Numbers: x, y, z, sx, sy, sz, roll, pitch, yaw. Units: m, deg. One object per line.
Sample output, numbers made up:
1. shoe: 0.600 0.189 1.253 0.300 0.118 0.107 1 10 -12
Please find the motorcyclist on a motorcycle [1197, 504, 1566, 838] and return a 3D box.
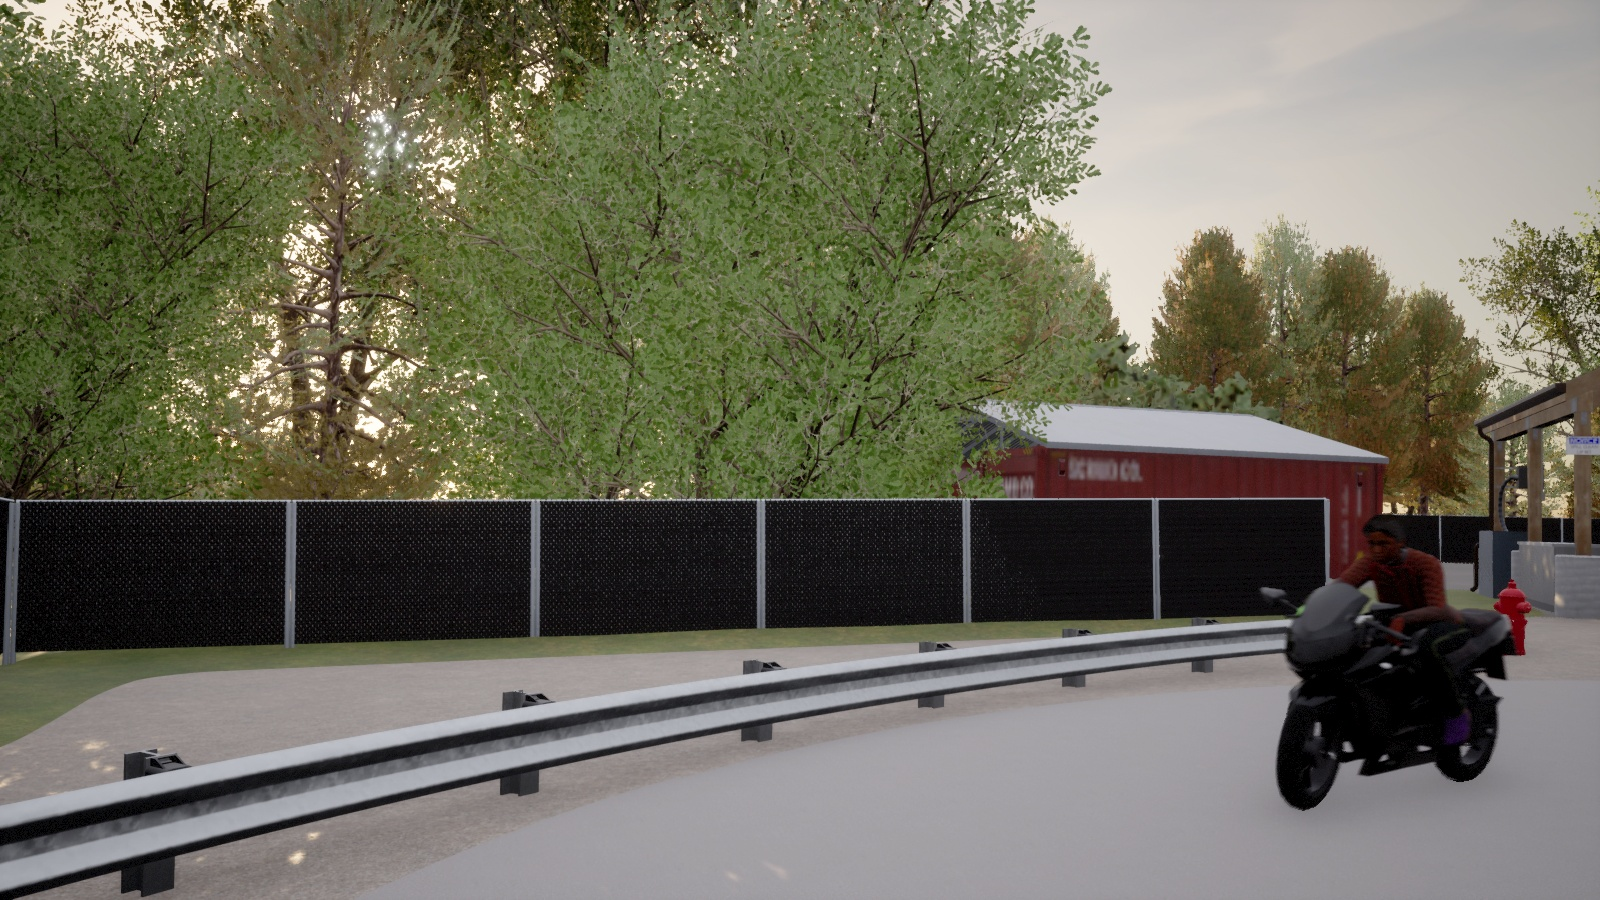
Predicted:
1. motorcyclist on a motorcycle: 3.164 1.076 6.763 2.044 1.523 0.797 2 0 -33
